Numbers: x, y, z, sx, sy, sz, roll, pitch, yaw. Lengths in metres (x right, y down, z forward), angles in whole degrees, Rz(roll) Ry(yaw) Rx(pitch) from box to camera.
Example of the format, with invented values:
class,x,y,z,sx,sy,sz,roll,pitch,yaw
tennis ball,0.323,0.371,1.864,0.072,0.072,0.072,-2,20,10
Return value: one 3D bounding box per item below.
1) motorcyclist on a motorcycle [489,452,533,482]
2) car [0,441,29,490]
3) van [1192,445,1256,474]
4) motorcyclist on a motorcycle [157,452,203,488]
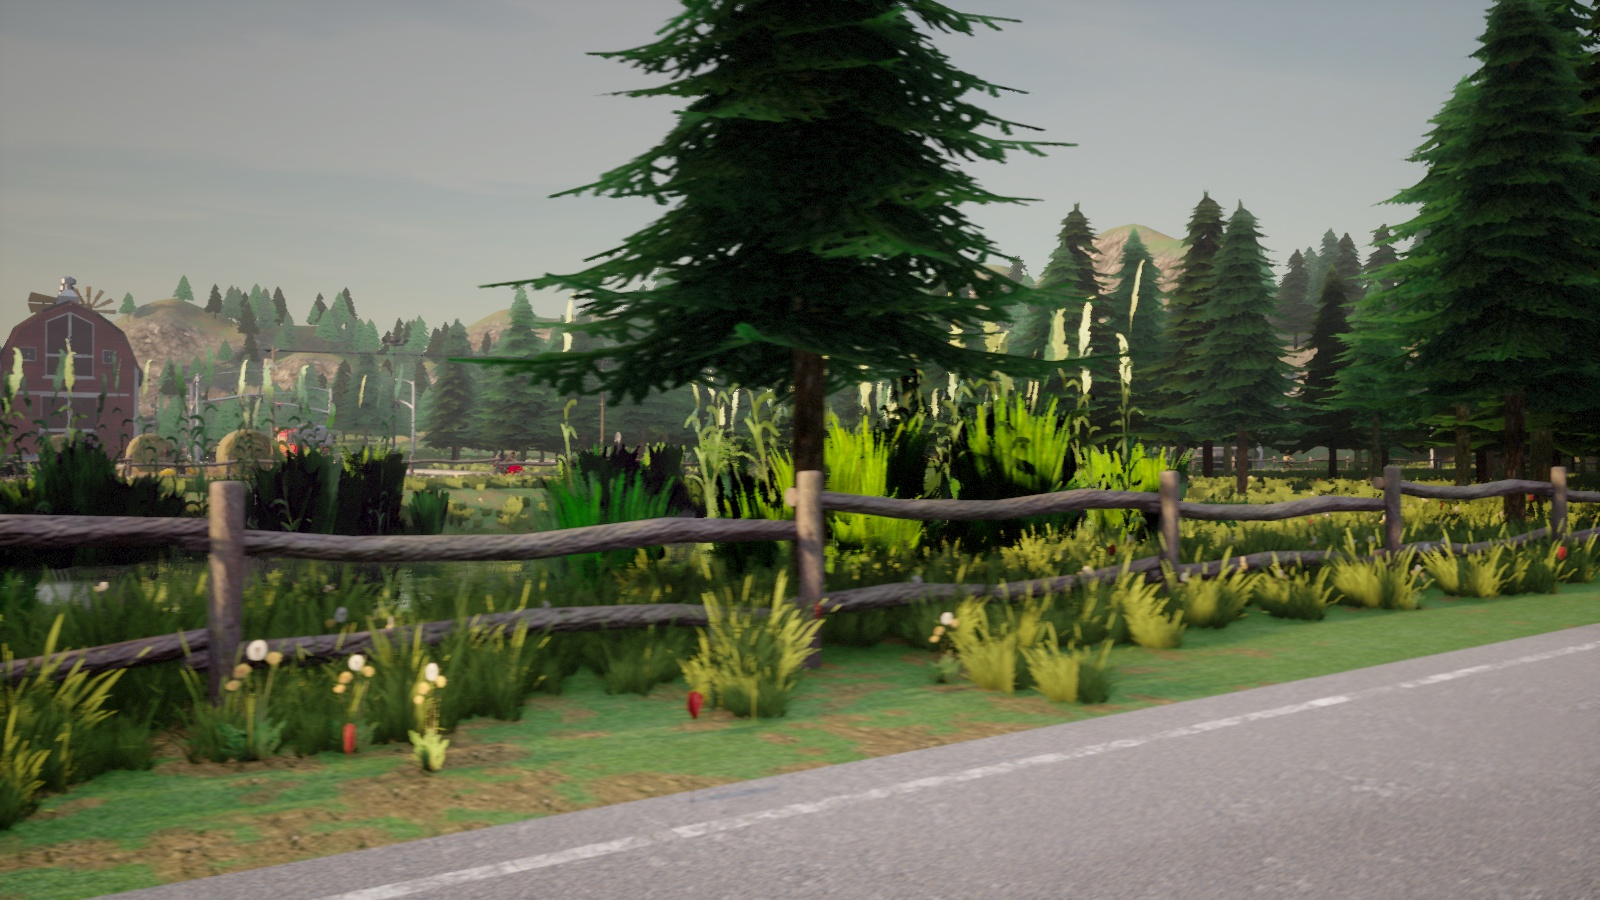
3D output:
class,x,y,z,sx,sy,sz,roll,pitch,yaw
motorcyclist on a motorcycle,-14.931,0.907,64.886,2.044,1.523,0.797,0,-2,16
car,-35.125,0.642,51.774,5.566,2.045,2.150,0,0,-28
van,29.667,0.634,87.806,4.442,1.987,1.775,0,0,-30
motorcyclist on a motorcycle,-27.569,0.871,55.862,1.817,1.590,0.866,0,0,-28
